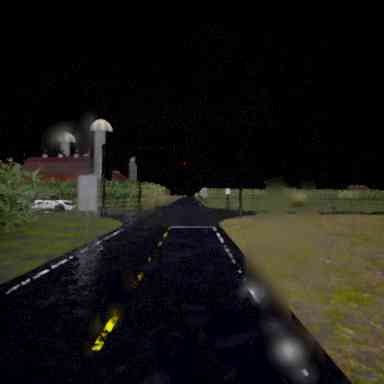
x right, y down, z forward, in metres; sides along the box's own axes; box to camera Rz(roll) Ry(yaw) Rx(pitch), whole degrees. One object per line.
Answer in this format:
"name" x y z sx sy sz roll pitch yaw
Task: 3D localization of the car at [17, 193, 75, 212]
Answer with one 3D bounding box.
"car" -15.089 1.154 34.462 5.566 2.045 2.150 2 -1 -3
